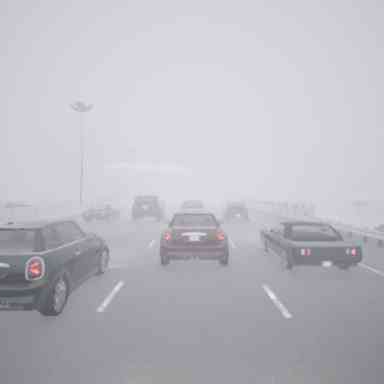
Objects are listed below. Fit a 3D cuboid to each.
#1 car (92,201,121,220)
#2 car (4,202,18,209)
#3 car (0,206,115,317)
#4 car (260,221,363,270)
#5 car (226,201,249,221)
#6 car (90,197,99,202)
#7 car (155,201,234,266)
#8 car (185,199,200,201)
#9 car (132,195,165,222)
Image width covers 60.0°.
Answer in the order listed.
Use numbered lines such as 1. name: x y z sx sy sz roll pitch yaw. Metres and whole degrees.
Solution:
1. car: -6.944 1.649 26.087 1.895 1.301 4.718 0 0 0
2. car: -17.643 1.671 32.373 1.895 1.301 4.718 0 0 0
3. car: -3.429 1.367 7.680 2.097 1.767 4.553 0 0 0
4. car: 3.578 1.614 11.019 1.895 1.301 4.718 0 0 0
5. car: 3.554 1.543 27.986 1.837 1.490 4.892 0 0 0
6. car: -21.107 1.834 73.119 1.837 1.490 4.892 0 -1 0
7. car: 0.075 1.371 11.802 2.097 1.767 4.553 0 0 0
8. car: 0.053 1.394 27.607 2.097 1.767 4.553 0 0 0
9. car: -3.444 1.267 26.936 2.150 2.045 5.566 0 0 0
